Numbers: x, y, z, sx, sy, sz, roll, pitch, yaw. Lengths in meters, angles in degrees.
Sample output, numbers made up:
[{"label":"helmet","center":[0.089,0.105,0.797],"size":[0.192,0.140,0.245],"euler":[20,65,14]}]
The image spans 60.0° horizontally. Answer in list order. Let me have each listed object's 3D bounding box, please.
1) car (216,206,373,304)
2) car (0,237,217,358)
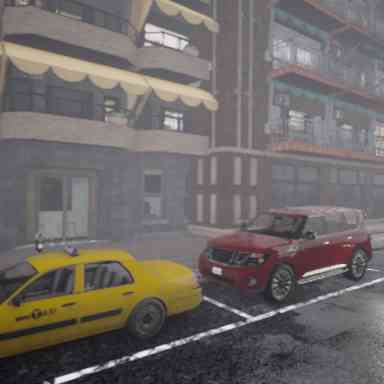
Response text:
[{"label":"car","center":[2.575,1.321,8.377],"size":[5.009,1.841,2.192],"euler":[0,1,-35]},{"label":"car","center":[-2.099,1.526,5.049],"size":[4.829,1.417,1.752],"euler":[0,1,-35]}]
